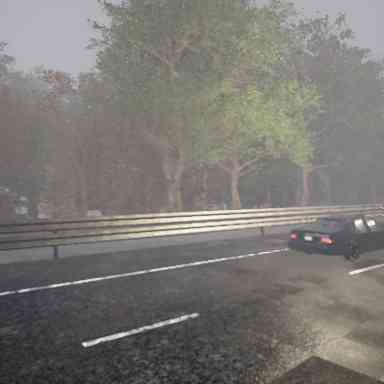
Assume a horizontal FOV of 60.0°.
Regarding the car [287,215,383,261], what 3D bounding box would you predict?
[{"bbox_3d":[5.799,1.547,12.255,5.357,1.411,2.033,0,0,-36],"label":"car"}]
